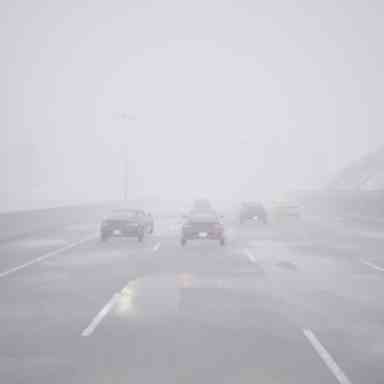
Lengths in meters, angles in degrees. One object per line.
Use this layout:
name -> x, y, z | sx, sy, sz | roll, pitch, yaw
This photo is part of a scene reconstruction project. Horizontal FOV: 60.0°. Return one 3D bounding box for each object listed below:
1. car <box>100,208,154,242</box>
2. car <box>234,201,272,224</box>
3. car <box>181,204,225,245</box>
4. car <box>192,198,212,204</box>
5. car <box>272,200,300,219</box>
car -> -2.988, 1.463, 15.851 | 1.812, 1.442, 4.674 | 0, 0, 2
car -> 4.258, 1.446, 24.325 | 1.837, 1.490, 4.892 | 0, 0, 2
car -> 0.495, 1.479, 15.247 | 1.812, 1.442, 4.674 | 0, 0, 2
car -> 1.137, 1.392, 37.269 | 1.837, 1.490, 4.892 | 0, 0, 2
car -> 7.894, 1.420, 28.922 | 1.882, 1.535, 5.008 | 0, 0, 2
